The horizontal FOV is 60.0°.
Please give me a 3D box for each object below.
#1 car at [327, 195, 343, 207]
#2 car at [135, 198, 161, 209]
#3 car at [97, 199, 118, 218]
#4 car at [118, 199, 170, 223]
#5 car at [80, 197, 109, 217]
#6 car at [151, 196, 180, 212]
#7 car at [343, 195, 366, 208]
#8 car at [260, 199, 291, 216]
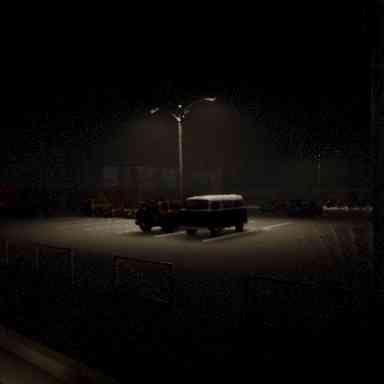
[{"bbox_3d":[21.919,1.333,50.722,1.905,1.878,3.866,-1,0,36],"label":"car"},{"bbox_3d":[-6.568,1.717,49.938,1.784,1.438,3.905,-1,0,36],"label":"car"},{"bbox_3d":[-6.520,1.617,31.199,1.784,1.438,3.905,-1,0,36],"label":"car"},{"bbox_3d":[-4.187,1.625,29.485,1.970,1.475,3.806,-1,0,36],"label":"car"},{"bbox_3d":[-8.714,1.429,32.748,1.932,1.855,4.605,-1,0,36],"label":"car"},{"bbox_3d":[-4.273,1.482,48.173,1.932,1.855,4.605,-1,0,36],"label":"car"},{"bbox_3d":[24.220,1.306,48.965,1.932,1.855,4.605,-1,0,36],"label":"car"},{"bbox_3d":[9.401,1.585,38.243,1.970,1.475,3.806,-1,0,36],"label":"car"}]
